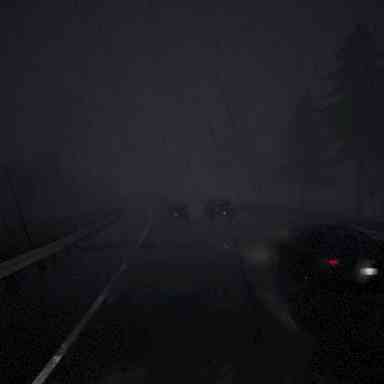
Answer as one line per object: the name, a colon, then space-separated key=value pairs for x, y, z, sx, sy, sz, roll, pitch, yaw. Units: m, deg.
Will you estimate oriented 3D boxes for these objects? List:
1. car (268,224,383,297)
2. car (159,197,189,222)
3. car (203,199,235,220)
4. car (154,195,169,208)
car: x=3.349 y=1.493 z=8.449 sx=1.994 sy=1.385 sz=4.181 roll=0 pitch=0 yaw=-2
car: x=-1.240 y=1.337 z=23.992 sx=1.812 sy=1.442 sz=4.674 roll=0 pitch=0 yaw=-6
car: x=2.061 y=1.283 z=26.080 sx=2.128 sy=1.511 sz=4.902 roll=0 pitch=0 yaw=-6
car: x=-3.577 y=1.185 z=41.086 sx=1.837 sy=1.490 sz=4.892 roll=0 pitch=1 yaw=-9
